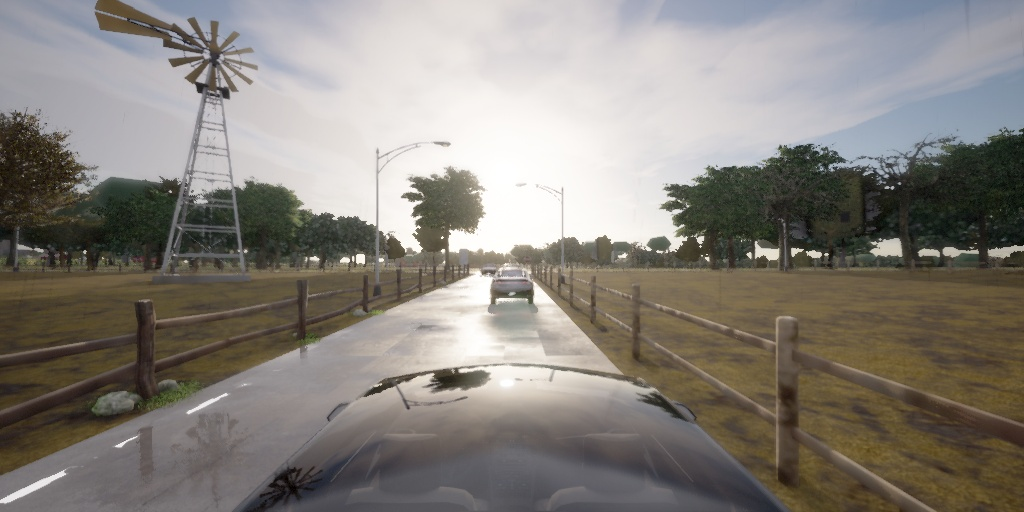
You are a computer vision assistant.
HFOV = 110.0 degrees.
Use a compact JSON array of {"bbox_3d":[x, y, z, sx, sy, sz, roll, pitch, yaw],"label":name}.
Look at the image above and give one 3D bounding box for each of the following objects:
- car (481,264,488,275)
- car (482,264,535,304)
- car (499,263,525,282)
[{"bbox_3d":[-2.750,1.684,44.523,2.033,1.411,5.357,0,-1,0],"label":"car"},{"bbox_3d":[0.000,1.294,16.512,2.128,1.511,4.902,0,0,0],"label":"car"},{"bbox_3d":[0.000,1.418,31.521,2.128,1.511,4.902,0,-1,0],"label":"car"}]
